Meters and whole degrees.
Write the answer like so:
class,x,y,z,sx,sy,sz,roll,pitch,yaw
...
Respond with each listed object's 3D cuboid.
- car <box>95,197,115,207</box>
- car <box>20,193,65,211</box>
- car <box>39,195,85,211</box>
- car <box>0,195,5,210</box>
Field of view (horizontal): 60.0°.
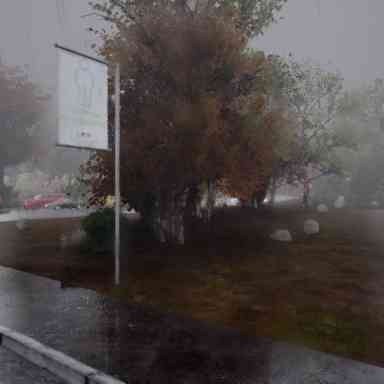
class,x,y,z,sx,sy,sz,roll,pitch,yaw
car,-12.321,1.434,50.203,1.882,1.535,5.008,0,0,38
car,-18.621,1.211,42.159,2.150,2.045,5.566,0,0,38
car,-15.435,1.480,40.550,2.128,1.511,4.902,0,0,38
car,-21.618,1.221,32.802,2.150,2.045,5.566,0,0,39
